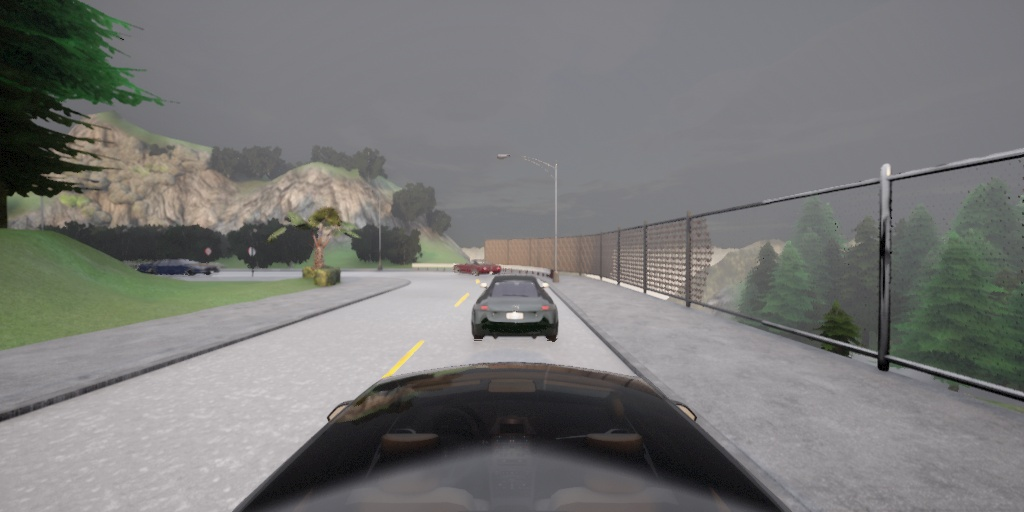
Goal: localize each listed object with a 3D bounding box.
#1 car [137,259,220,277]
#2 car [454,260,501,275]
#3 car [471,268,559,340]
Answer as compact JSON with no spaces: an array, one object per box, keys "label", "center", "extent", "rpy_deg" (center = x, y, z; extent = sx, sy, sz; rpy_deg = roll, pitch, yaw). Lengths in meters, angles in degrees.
[{"label":"car","center":[-26.807,0.918,28.883],"extent":[5.357,1.411,2.033],"rpy_deg":[0,1,0]},{"label":"car","center":[-2.946,0.965,29.397],"extent":[1.895,1.301,4.718],"rpy_deg":[-1,1,-36]},{"label":"car","center":[0.070,1.205,9.564],"extent":[1.994,1.385,4.181],"rpy_deg":[0,1,0]}]
